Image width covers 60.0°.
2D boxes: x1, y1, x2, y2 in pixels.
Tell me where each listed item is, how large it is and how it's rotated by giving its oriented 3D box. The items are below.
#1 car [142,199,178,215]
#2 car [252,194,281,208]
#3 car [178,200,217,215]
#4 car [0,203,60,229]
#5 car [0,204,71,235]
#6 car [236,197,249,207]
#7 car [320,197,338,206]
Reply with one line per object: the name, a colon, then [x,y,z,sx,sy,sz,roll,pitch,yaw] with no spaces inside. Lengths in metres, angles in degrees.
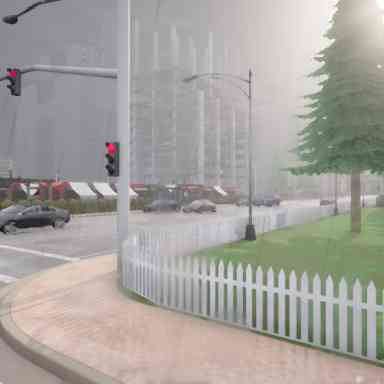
car: [-3.063,1.477,34.694,1.882,1.535,5.008,0,0,34]
car: [11.521,1.328,49.891,2.150,2.045,5.566,0,0,34]
car: [0.880,1.526,34.259,1.812,1.442,4.674,0,0,34]
car: [-11.476,1.526,22.224,1.812,1.442,4.674,0,0,36]
car: [-9.384,1.492,19.069,2.128,1.511,4.902,0,0,34]
car: [8.568,1.497,51.775,2.128,1.511,4.902,0,0,34]
car: [21.035,1.526,51.303,1.812,1.442,4.674,0,0,34]
